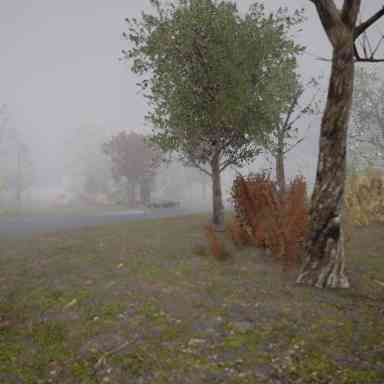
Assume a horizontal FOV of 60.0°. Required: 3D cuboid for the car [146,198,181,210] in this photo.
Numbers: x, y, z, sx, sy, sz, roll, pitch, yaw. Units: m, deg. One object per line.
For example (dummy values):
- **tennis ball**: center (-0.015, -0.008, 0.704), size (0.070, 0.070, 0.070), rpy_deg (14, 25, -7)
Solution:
- **car**: center (-3.346, 1.403, 39.158), size (1.895, 1.301, 4.718), rpy_deg (0, 0, 31)
